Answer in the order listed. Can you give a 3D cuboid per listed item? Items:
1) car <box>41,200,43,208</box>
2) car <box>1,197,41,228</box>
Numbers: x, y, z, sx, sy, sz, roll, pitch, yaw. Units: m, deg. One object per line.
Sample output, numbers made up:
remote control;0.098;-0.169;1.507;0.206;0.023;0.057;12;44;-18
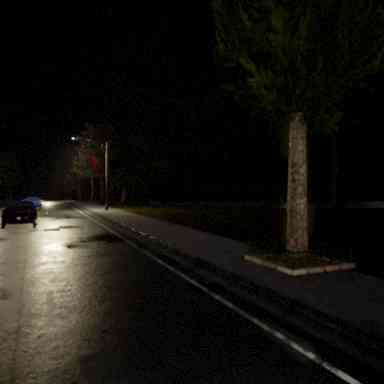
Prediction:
car;-18.122;1.294;37.758;1.882;1.535;5.008;0;0;-24
car;-10.922;1.346;21.333;1.882;1.535;5.008;0;0;-24
